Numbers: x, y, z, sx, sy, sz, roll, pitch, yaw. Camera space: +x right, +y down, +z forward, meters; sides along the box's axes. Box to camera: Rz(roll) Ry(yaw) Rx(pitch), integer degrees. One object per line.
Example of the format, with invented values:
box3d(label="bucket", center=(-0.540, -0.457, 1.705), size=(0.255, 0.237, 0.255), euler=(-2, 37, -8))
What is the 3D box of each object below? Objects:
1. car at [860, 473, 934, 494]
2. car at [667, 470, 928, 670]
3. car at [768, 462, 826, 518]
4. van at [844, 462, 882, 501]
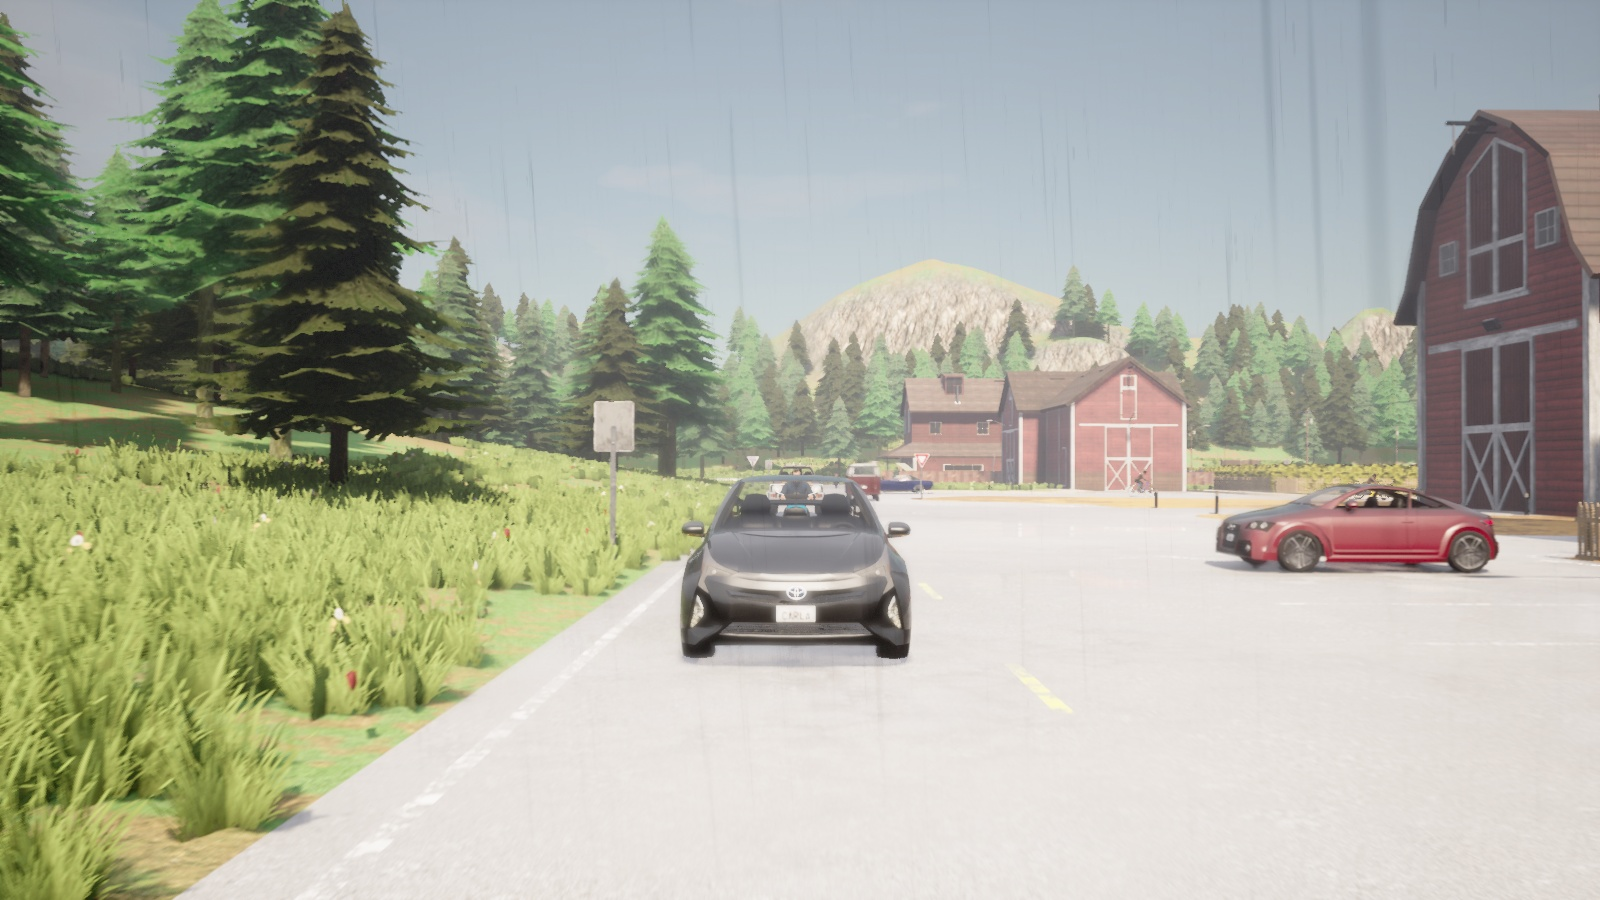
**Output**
box3d(label="car", center=(6.407, 2.211, 83.196), size=(4.718, 1.301, 1.895), euler=(-1, -1, -2))
box3d(label="car", center=(-0.029, 0.961, 11.937), size=(2.007, 1.525, 4.514), euler=(0, -1, 0))
box3d(label="car", center=(-0.108, 1.373, 44.256), size=(1.932, 1.855, 4.605), euler=(0, -1, 0))
box3d(label="van", center=(3.336, 1.680, 67.288), size=(1.775, 1.987, 4.442), euler=(0, -1, 0))
